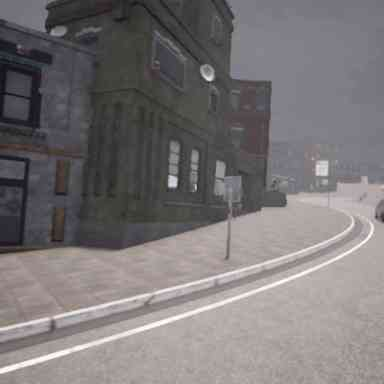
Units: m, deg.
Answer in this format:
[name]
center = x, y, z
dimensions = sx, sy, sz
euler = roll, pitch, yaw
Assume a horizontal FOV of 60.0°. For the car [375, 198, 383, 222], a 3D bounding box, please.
[car]
center = 14.642, 1.230, 23.950
dimensions = 2.097, 1.767, 4.553
euler = 2, 1, 22
